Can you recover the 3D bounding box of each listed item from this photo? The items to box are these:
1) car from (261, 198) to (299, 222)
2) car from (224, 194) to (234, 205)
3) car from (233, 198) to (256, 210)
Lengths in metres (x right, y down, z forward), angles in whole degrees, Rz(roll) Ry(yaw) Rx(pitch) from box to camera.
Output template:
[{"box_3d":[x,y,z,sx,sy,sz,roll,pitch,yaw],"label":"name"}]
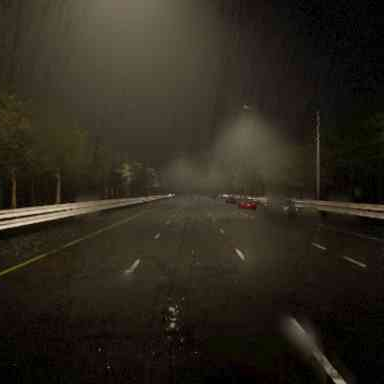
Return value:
[{"box_3d":[6.991,1.351,26.819,2.097,1.767,4.553,0,0,0],"label":"car"},{"box_3d":[6.999,1.547,61.003,1.812,1.442,4.674,0,0,0],"label":"car"},{"box_3d":[6.986,1.570,43.177,1.994,1.385,4.181,0,0,0],"label":"car"}]
